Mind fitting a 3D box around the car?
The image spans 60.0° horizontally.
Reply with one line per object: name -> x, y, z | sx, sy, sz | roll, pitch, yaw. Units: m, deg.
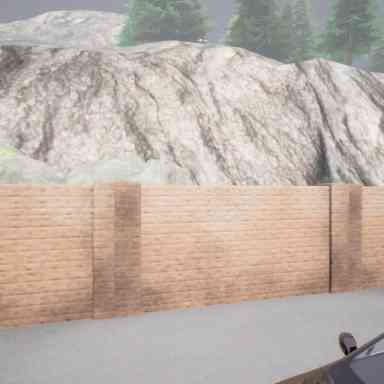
car -> 2.178, 1.492, 1.904 | 4.902, 1.511, 2.128 | 0, 0, -18
